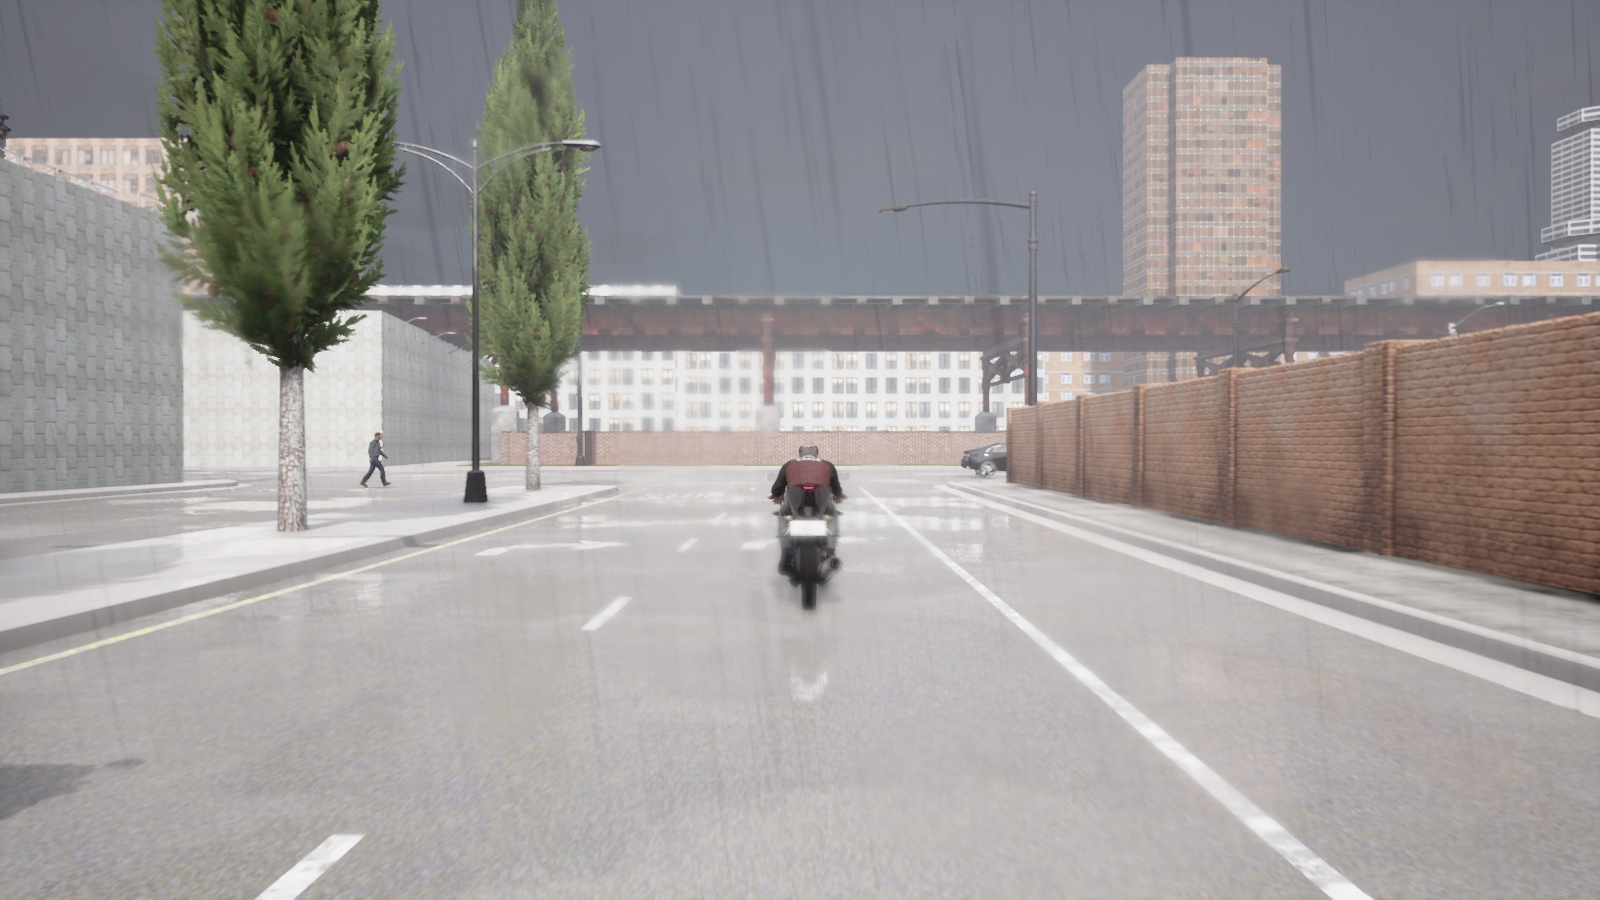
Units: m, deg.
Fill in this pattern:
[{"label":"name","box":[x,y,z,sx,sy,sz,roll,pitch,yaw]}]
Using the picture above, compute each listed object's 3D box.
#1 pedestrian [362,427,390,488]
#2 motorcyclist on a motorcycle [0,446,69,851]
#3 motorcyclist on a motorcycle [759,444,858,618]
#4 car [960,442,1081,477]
[{"label":"pedestrian","box":[-13.677,0.252,40.511,0.788,1.949,0.423,0,0,-11]},{"label":"motorcyclist on a motorcycle","box":[-3.461,0.756,4.094,0.866,1.530,2.191,0,0,0]},{"label":"motorcyclist on a motorcycle","box":[0.083,0.713,12.161,0.866,1.530,2.191,0,0,0]},{"label":"car","box":[9.551,0.402,54.732,4.902,1.511,2.128,0,0,1]}]
